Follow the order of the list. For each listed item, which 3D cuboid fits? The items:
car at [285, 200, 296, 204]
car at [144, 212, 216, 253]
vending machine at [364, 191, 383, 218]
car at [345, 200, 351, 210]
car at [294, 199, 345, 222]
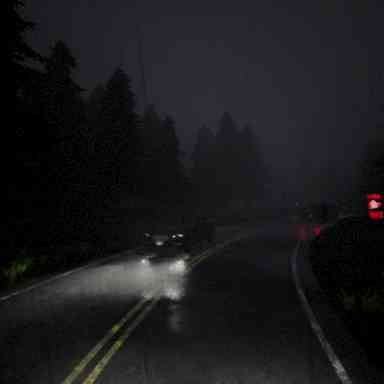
[{"bbox_3d":[16.689,2.003,54.450,1.837,1.490,4.892,2,-4,-6],"label":"car"},{"bbox_3d":[-0.365,1.649,14.602,2.128,1.511,4.902,-2,-1,20],"label":"car"},{"bbox_3d":[15.078,1.058,27.513,1.100,2.100,0.880,-10,-11,39],"label":"vending machine"},{"bbox_3d":[18.819,1.653,41.942,1.812,1.442,4.674,-1,-1,17],"label":"car"},{"bbox_3d":[10.198,1.533,26.372,2.128,1.511,4.902,-4,-2,37],"label":"car"}]
